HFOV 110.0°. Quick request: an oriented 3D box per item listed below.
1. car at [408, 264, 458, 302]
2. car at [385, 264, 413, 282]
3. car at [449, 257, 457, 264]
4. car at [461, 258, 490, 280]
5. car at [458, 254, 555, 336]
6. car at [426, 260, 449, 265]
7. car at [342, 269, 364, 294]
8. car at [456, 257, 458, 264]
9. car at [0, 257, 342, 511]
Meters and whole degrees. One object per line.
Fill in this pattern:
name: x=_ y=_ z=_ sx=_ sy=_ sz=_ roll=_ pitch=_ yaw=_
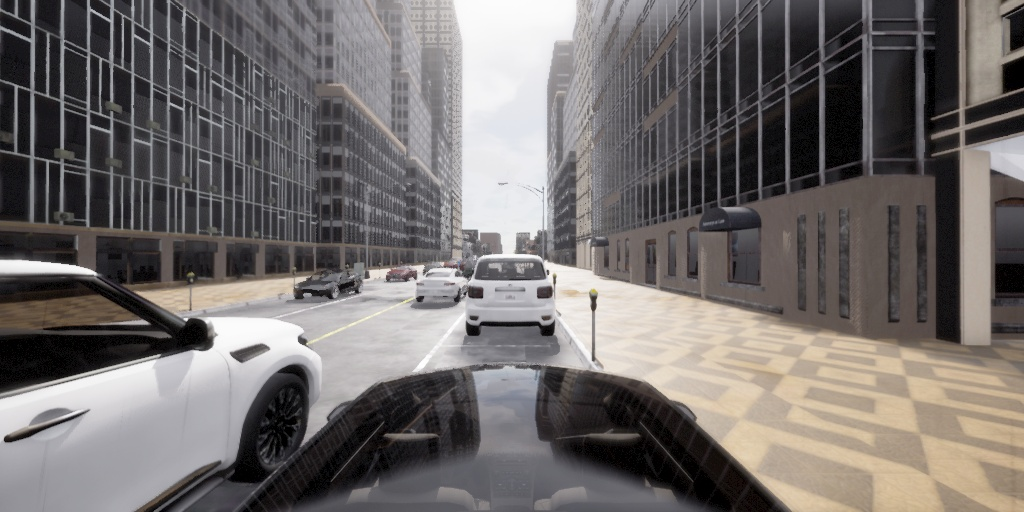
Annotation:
car: x=-3.145 y=1.281 z=16.662 sx=1.812 sy=1.442 sz=4.674 roll=0 pitch=0 yaw=0
car: x=-8.835 y=1.324 z=29.033 sx=1.802 sy=1.307 sz=4.207 roll=0 pitch=0 yaw=0
car: x=-8.836 y=1.273 z=51.803 sx=1.888 sy=1.381 sz=4.507 roll=0 pitch=0 yaw=0
car: x=-3.145 y=1.108 z=31.632 sx=2.097 sy=1.767 sz=4.553 roll=0 pitch=0 yaw=0
car: x=-0.039 y=0.977 z=10.529 sx=2.150 sy=2.045 sz=5.566 roll=0 pitch=0 yaw=0
car: x=-8.836 y=1.286 z=40.419 sx=2.007 sy=1.370 sz=4.403 roll=0 pitch=0 yaw=0
car: x=-8.836 y=1.313 z=17.650 sx=1.948 sy=1.339 sz=4.313 roll=0 pitch=0 yaw=0
car: x=-6.146 y=1.134 z=50.692 sx=2.097 sy=1.767 sz=4.553 roll=0 pitch=0 yaw=0
car: x=-3.145 y=0.966 z=1.530 sx=2.150 sy=2.045 sz=5.566 roll=0 pitch=0 yaw=0
